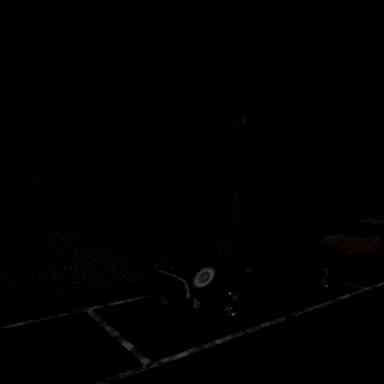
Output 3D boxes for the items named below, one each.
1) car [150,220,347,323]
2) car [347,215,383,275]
[{"bbox_3d":[1.139,1.387,7.001,4.097,1.590,1.967,-1,0,-35],"label":"car"},{"bbox_3d":[5.493,1.414,10.106,4.829,1.417,1.752,-1,0,-35],"label":"car"}]
